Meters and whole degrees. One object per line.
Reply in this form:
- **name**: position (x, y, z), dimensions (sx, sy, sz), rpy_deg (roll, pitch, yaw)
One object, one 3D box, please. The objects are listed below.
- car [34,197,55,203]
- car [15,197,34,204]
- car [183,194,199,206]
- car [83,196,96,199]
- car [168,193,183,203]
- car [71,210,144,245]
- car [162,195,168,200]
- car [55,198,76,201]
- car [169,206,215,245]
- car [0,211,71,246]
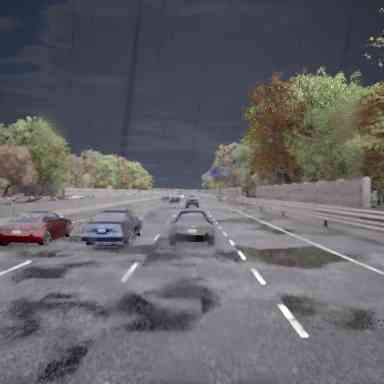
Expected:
- **car**: position (-24.460, 1.560, 56.485), dimensions (1.994, 1.385, 4.181), rpy_deg (0, 0, 0)
- **car**: position (-27.906, 1.570, 55.894), dimensions (1.994, 1.385, 4.181), rpy_deg (0, 0, 1)
- **car**: position (0.051, 1.487, 50.665), dimensions (1.837, 1.490, 4.892), rpy_deg (0, 0, 0)
- **car**: position (-17.464, 1.493, 56.495), dimensions (1.837, 1.490, 4.892), rpy_deg (0, 0, 1)
- **car**: position (-3.429, 1.454, 70.618), dimensions (1.882, 1.535, 5.008), rpy_deg (0, 0, 0)
- **car**: position (-3.484, 1.544, 15.361), dimensions (2.033, 1.411, 5.357), rpy_deg (0, 0, 0)
- **car**: position (-6.910, 1.450, 88.518), dimensions (1.882, 1.535, 5.008), rpy_deg (0, 0, 0)
- **car**: position (-20.960, 1.596, 56.464), dimensions (1.895, 1.301, 4.718), rpy_deg (0, 0, 1)
- **car**: position (0.014, 1.558, 15.501), dimensions (1.994, 1.385, 4.181), rpy_deg (0, 0, 0)
- **car**: position (-6.983, 1.563, 15.234), dimensions (1.994, 1.385, 4.181), rpy_deg (0, 0, 0)
